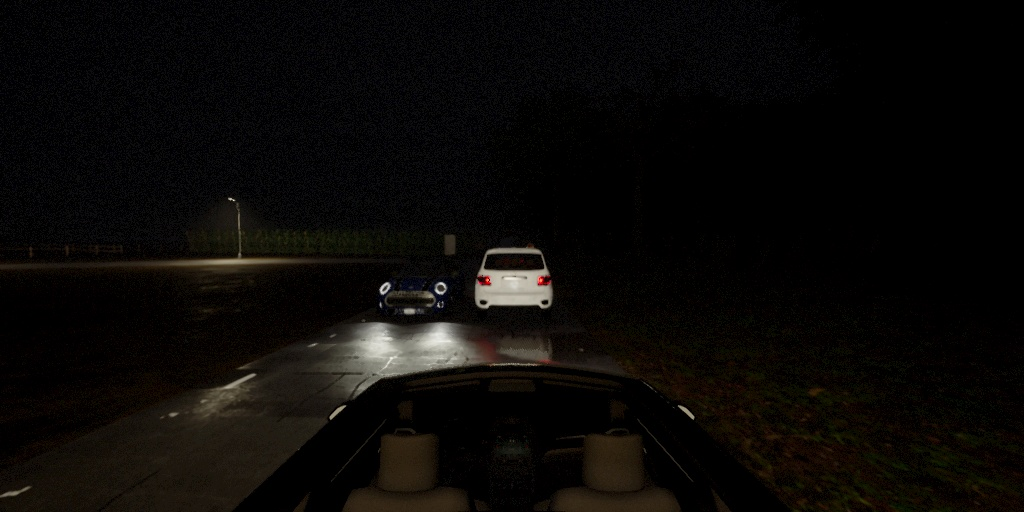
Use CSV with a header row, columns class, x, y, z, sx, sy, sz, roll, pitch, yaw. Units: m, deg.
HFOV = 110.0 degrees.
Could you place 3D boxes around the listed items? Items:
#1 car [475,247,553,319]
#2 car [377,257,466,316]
class,x,y,z,sx,sy,sz,roll,pitch,yaw
car,0.048,0.727,11.843,2.150,2.045,5.566,0,2,0
car,-2.800,0.854,11.976,2.097,1.767,4.553,0,1,0
